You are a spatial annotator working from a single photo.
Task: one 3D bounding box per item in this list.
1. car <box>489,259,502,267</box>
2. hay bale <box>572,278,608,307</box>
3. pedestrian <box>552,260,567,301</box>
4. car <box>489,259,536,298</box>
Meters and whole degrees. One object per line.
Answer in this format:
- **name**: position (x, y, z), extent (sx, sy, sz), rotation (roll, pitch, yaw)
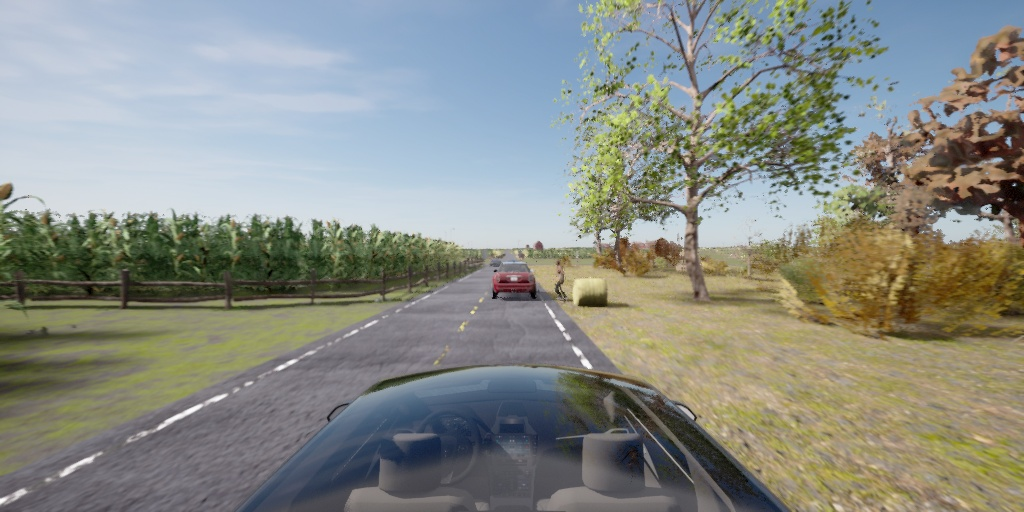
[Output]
- **car**: position (-2.805, 1.180, 62.240), extent (1.994, 1.385, 4.181), rotation (0, 0, 1)
- **hay bale**: position (3.119, 1.388, 14.427), extent (1.220, 1.180, 1.240), rotation (0, 0, 0)
- **pedestrian**: position (2.050, 1.026, 15.540), extent (0.375, 1.860, 0.375), rotation (0, 0, 0)
- **car**: position (0.093, 1.078, 18.541), extent (2.097, 1.767, 4.553), rotation (0, 0, 0)
